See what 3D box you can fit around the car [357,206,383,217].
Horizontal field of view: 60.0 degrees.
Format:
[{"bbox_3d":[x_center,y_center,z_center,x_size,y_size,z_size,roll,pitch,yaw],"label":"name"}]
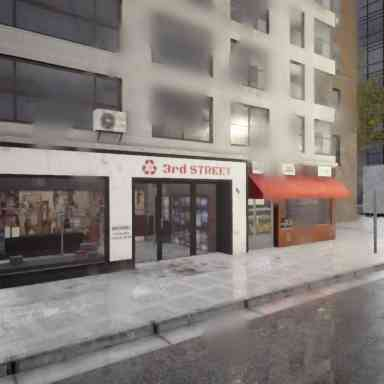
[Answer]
[{"bbox_3d":[16.992,1.600,28.755,2.033,1.411,5.357,0,0,-34],"label":"car"}]
